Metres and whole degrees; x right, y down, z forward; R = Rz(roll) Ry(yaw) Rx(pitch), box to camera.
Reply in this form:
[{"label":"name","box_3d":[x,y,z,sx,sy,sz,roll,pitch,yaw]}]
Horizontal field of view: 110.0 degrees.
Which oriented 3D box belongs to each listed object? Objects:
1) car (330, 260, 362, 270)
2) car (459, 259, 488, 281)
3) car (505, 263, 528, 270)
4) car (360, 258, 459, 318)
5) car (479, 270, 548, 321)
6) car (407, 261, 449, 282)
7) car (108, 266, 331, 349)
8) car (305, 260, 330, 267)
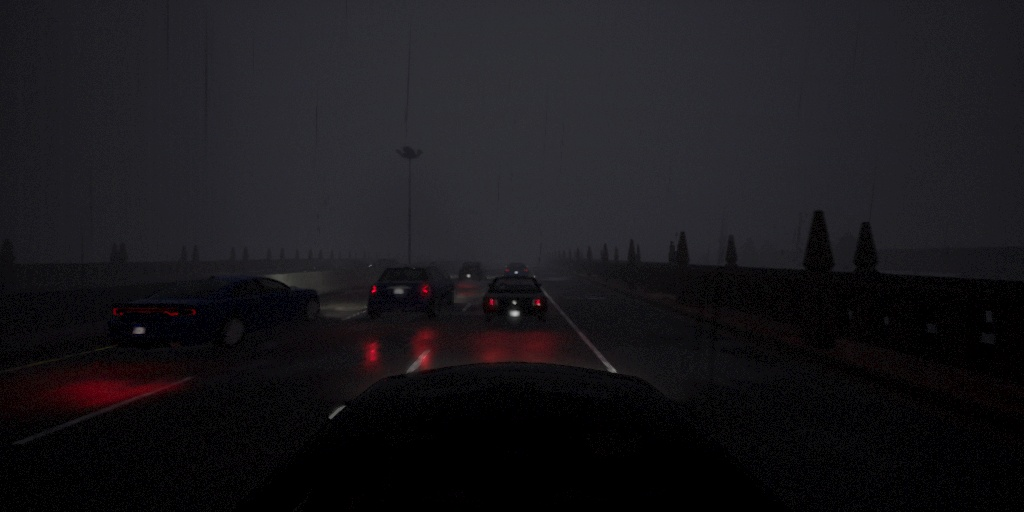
[{"label":"car","box_3d":[-17.046,1.163,38.728,2.128,1.511,4.902,0,0,2]},{"label":"car","box_3d":[-3.125,1.198,28.964,1.837,1.490,4.892,0,0,2]},{"label":"car","box_3d":[0.400,1.255,29.797,1.994,1.385,4.181,0,0,2]},{"label":"car","box_3d":[-3.396,1.079,12.940,2.097,1.767,4.553,0,0,0]},{"label":"car","box_3d":[0.099,1.329,12.304,1.895,1.301,4.718,0,0,0]},{"label":"car","box_3d":[-6.628,1.184,28.895,2.128,1.511,4.902,0,0,2]},{"label":"car","box_3d":[-6.918,1.212,9.139,1.882,1.535,5.008,0,1,0]},{"label":"car","box_3d":[-20.562,1.198,38.263,1.812,1.442,4.674,0,0,2]}]
